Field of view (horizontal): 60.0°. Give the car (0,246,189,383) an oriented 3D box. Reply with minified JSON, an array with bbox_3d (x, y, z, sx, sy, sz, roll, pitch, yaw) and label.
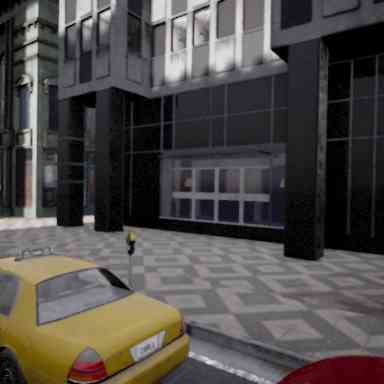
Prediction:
[{"bbox_3d":[-2.312,1.440,4.620,4.829,1.417,1.752,1,1,36],"label":"car"}]

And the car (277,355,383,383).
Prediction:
[{"bbox_3d":[2.411,1.572,1.237,4.507,1.381,1.887,1,1,36],"label":"car"}]
